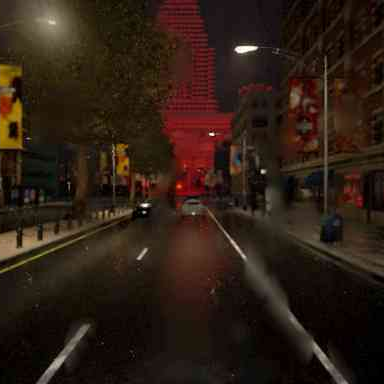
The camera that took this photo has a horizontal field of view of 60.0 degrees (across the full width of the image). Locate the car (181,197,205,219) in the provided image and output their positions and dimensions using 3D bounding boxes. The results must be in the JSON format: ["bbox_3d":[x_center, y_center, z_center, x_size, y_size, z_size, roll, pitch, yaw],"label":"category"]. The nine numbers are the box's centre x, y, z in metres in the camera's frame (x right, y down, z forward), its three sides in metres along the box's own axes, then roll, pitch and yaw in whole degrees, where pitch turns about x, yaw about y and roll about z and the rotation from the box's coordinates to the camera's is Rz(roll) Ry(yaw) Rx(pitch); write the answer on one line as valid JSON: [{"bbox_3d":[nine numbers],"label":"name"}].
[{"bbox_3d":[0.115,1.374,27.160,1.812,1.442,4.674,0,0,0],"label":"car"}]

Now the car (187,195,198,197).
[{"bbox_3d":[0.123,1.109,43.403,2.097,1.767,4.553,0,0,0],"label":"car"}]

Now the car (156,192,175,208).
[{"bbox_3d":[-3.389,0.985,42.498,2.150,2.045,5.566,0,0,0],"label":"car"}]

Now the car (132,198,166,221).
[{"bbox_3d":[-3.434,1.419,26.018,1.994,1.385,4.181,0,0,0],"label":"car"}]
